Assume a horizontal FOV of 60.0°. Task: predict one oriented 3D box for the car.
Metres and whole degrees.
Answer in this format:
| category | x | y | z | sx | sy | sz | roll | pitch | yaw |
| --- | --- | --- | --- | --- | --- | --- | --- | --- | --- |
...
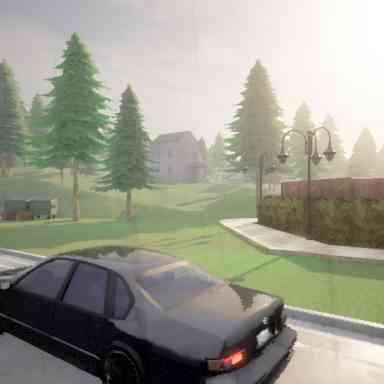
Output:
| category | x | y | z | sx | sy | sz | roll | pitch | yaw |
| --- | --- | --- | --- | --- | --- | --- | --- | --- | --- |
| car | -1.296 | 1.547 | 4.916 | 5.357 | 1.411 | 2.033 | 0 | 0 | 36 |
